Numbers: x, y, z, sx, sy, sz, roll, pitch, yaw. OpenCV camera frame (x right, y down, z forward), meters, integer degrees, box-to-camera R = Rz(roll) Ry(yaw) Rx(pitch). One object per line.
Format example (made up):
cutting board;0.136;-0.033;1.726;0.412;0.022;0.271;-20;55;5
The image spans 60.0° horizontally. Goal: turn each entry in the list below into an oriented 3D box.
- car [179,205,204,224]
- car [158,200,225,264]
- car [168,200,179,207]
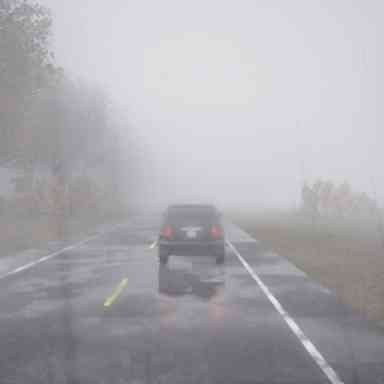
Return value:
car;0.002;1.852;28.368;1.994;1.385;4.181;0;0;1
car;0.002;1.354;12.571;2.150;2.045;5.566;0;0;0
car;-3.564;2.234;64.491;1.895;1.301;4.718;0;-1;0
